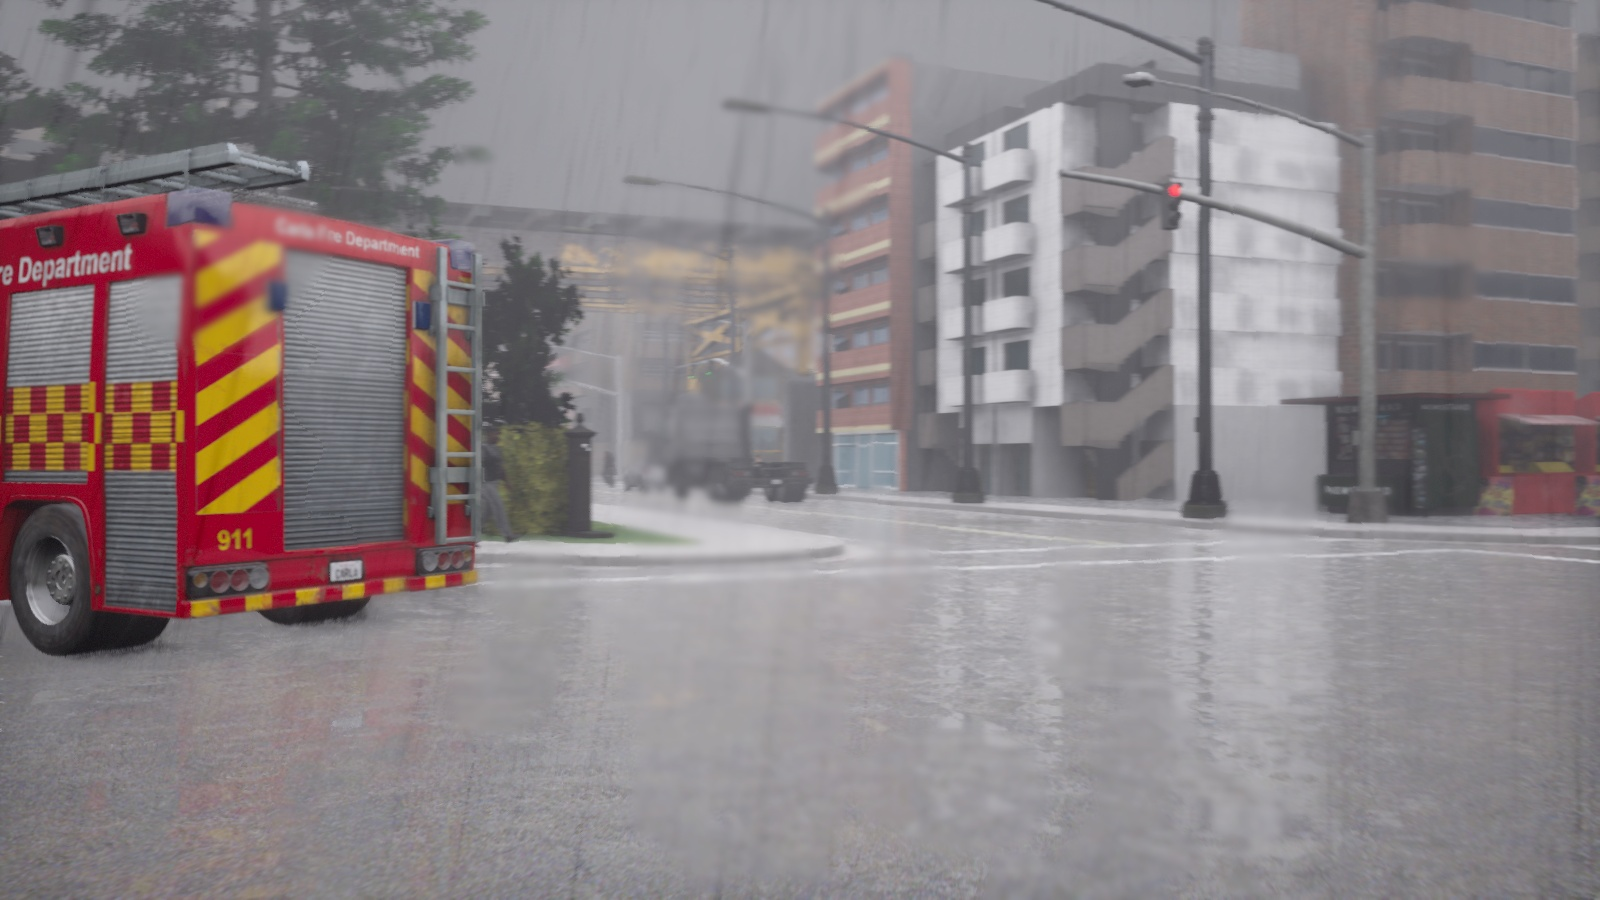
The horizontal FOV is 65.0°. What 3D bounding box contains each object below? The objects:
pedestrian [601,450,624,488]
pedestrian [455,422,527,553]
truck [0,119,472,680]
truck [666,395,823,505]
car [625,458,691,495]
[{"bbox_3d":[-9.203,0.918,61.714,0.899,1.844,0.634,0,0,-40],"label":"pedestrian"},{"bbox_3d":[-4.549,0.542,18.517,0.849,1.883,0.563,-1,0,19],"label":"pedestrian"},{"bbox_3d":[-7.287,-0.310,11.914,8.468,3.827,2.891,-1,-1,30],"label":"truck"},{"bbox_3d":[-2.117,0.023,43.548,2.891,3.462,7.936,0,0,-22],"label":"truck"},{"bbox_3d":[-6.046,1.099,53.112,1.845,1.501,3.633,0,0,-22],"label":"car"}]
